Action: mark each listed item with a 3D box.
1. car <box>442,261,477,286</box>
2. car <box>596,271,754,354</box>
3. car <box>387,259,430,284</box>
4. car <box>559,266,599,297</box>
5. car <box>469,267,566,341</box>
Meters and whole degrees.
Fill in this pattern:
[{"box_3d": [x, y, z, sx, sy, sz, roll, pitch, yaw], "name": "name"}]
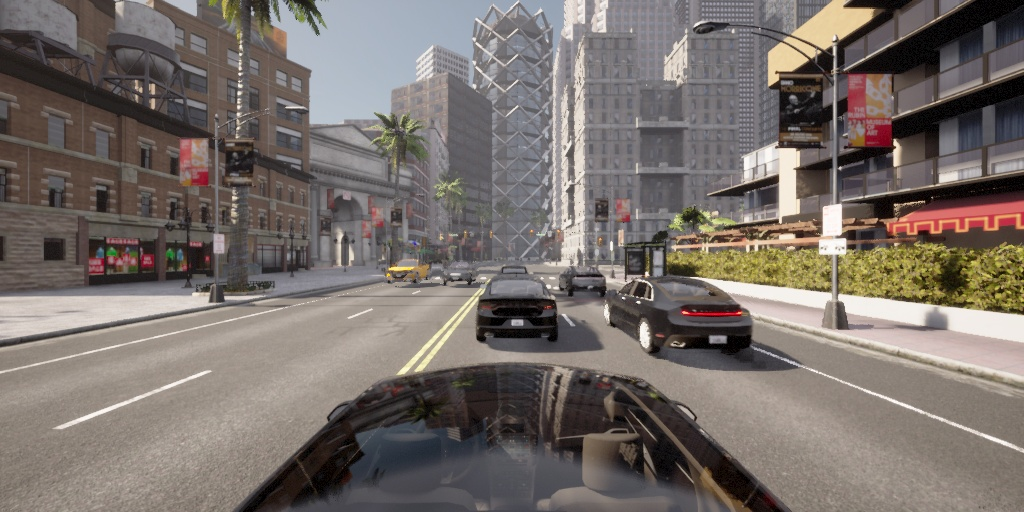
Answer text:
[{"box_3d": [-3.495, 1.081, 24.586, 2.128, 1.511, 4.902, 0, 0, 0], "name": "car"}, {"box_3d": [3.612, 1.252, 8.717, 1.837, 1.490, 4.892, 0, -1, 0], "name": "car"}, {"box_3d": [-6.995, 0.945, 24.587, 1.882, 1.535, 5.008, 0, 0, 0], "name": "car"}, {"box_3d": [3.605, 1.241, 18.934, 2.128, 1.511, 4.902, 0, 0, 0], "name": "car"}, {"box_3d": [0.110, 1.228, 9.884, 1.882, 1.535, 5.008, 0, 0, 0], "name": "car"}]
